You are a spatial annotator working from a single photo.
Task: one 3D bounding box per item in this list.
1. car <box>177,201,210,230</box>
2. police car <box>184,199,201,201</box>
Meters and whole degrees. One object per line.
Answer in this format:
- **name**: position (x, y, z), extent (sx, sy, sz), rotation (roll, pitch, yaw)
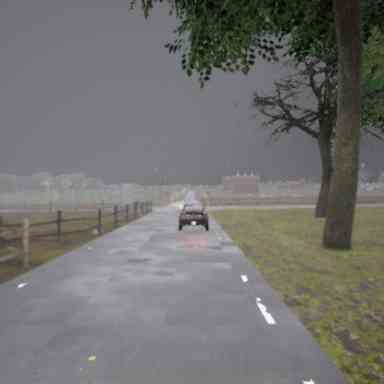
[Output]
- **car**: position (0.103, 1.541, 21.367), extent (1.837, 1.490, 4.892), rotation (0, -1, 0)
- **police car**: position (0.088, 1.524, 36.144), extent (1.930, 1.638, 5.238), rotation (0, -1, 0)
